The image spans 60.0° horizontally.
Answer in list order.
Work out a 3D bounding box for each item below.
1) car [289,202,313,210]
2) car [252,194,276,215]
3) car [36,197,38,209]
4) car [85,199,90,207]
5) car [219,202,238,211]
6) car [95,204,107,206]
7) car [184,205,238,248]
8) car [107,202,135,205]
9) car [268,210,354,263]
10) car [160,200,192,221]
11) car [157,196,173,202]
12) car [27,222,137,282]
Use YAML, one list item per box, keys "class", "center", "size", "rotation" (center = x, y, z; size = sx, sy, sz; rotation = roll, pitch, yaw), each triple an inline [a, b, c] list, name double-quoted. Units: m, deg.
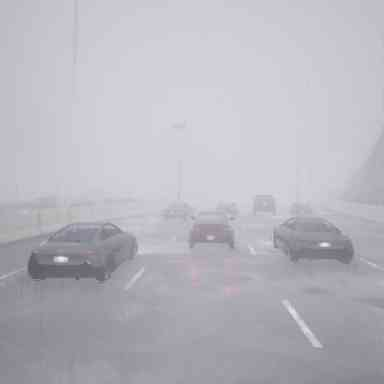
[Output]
- class: "car"
  center: [10.840, 1.644, 33.435]
  size: [1.895, 1.301, 4.718]
  rotation: [0, 0, 12]
- class: "car"
  center: [7.309, 1.256, 33.647]
  size: [2.150, 2.045, 5.566]
  rotation: [0, 0, 12]
- class: "car"
  center: [-19.403, 1.332, 43.140]
  size: [2.097, 1.767, 4.553]
  rotation: [0, 0, 13]
- class: "car"
  center: [-15.130, 1.557, 45.913]
  size: [1.994, 1.385, 4.181]
  rotation: [0, 0, 14]
- class: "car"
  center: [3.489, 1.627, 32.442]
  size: [1.895, 1.301, 4.718]
  rotation: [0, 0, 11]
- class: "car"
  center: [-11.510, 1.493, 45.942]
  size: [2.128, 1.511, 4.902]
  rotation: [0, 0, 15]
- class: "car"
  center: [0.914, 1.536, 14.766]
  size: [1.812, 1.442, 4.674]
  rotation: [0, 0, 5]
- class: "car"
  center: [-8.600, 1.496, 43.205]
  size: [2.128, 1.511, 4.902]
  rotation: [0, 0, 14]
- class: "car"
  center: [4.201, 1.580, 12.156]
  size: [1.994, 1.385, 4.181]
  rotation: [0, 0, 4]
- class: "car"
  center: [-1.013, 1.560, 27.370]
  size: [2.033, 1.411, 5.357]
  rotation: [0, 0, 9]
- class: "car"
  center: [-6.486, 1.618, 80.820]
  size: [1.895, 1.301, 4.718]
  rotation: [0, 0, 25]
- class: "car"
  center: [-2.971, 1.563, 9.869]
  size: [1.994, 1.385, 4.181]
  rotation: [0, 0, 4]
